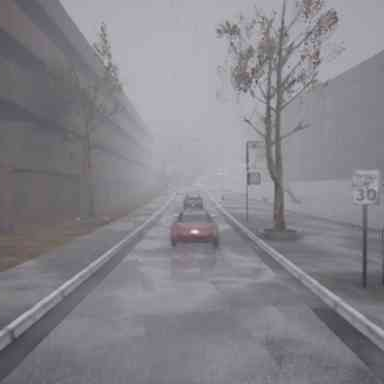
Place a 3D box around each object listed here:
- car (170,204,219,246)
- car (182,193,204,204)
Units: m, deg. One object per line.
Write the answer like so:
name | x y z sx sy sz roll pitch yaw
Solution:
car | 0.106 1.454 14.781 1.994 1.385 4.181 0 1 0
car | 0.112 0.880 32.291 2.128 1.511 4.902 0 2 0
